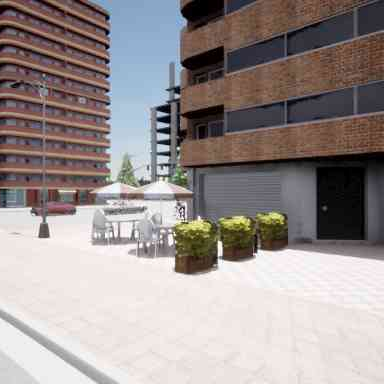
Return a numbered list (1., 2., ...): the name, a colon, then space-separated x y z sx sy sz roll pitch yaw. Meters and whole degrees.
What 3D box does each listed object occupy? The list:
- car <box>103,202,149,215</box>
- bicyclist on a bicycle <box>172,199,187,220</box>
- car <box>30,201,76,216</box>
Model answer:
1. car: -6.860 1.656 35.025 1.895 1.301 4.718 0 0 41
2. bicyclist on a bicycle: -0.968 1.356 25.431 1.656 1.620 0.582 0 0 41
3. car: -13.650 1.619 32.927 1.994 1.385 4.181 0 0 42
